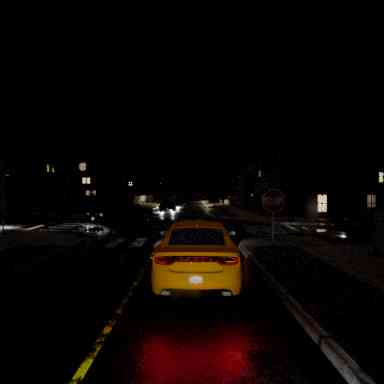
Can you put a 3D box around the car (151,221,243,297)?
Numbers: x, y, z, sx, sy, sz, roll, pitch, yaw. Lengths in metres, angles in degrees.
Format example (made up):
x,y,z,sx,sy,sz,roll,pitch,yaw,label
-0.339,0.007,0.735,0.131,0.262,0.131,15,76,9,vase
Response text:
x,y,z,sx,sy,sz,roll,pitch,yaw,label
0.148,1.475,8.634,1.882,1.535,5.008,0,0,2,car

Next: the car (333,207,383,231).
x,y,z,sx,sy,sz,roll,pitch,yaw,label
11.960,1.719,21.924,5.008,1.535,1.882,1,1,1,car

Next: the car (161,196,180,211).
x,y,z,sx,sy,sz,roll,pitch,yaw,label
-2.866,1.536,40.917,2.033,1.411,5.357,0,0,0,car

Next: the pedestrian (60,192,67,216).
x,y,z,sx,sy,sz,roll,pitch,yaw,label
-9.695,0.862,25.144,0.375,1.860,0.375,0,0,1,pedestrian

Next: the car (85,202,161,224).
x,y,z,sx,sy,sz,roll,pitch,yaw,label
-4.995,1.456,24.061,2.033,1.411,5.357,1,-1,34,car
